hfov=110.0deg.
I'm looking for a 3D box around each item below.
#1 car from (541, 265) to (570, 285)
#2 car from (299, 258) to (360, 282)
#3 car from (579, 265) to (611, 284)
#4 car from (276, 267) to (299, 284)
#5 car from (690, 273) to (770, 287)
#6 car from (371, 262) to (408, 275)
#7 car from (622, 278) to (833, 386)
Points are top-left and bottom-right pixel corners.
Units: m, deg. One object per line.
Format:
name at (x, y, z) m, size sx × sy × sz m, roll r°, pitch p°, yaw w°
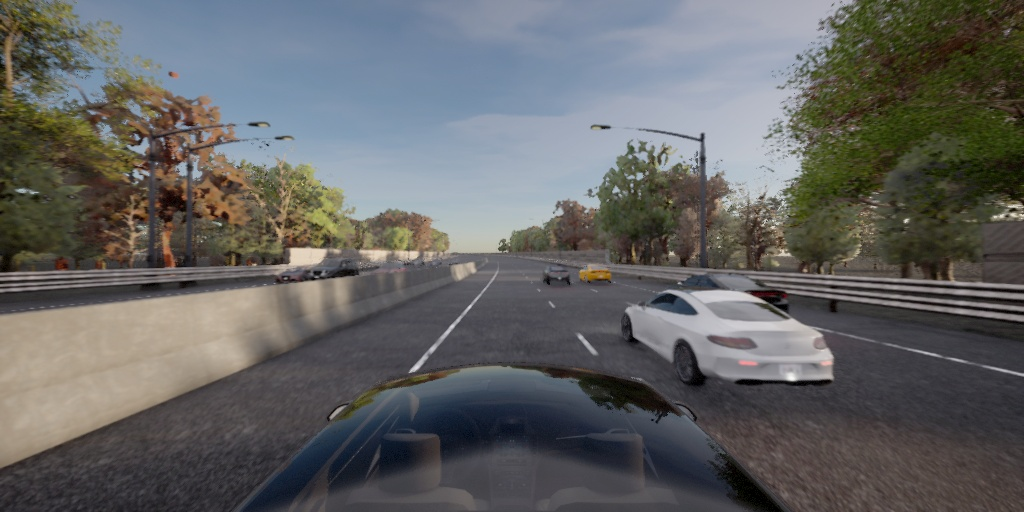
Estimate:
car at (3.519, 1.490, 29.152) m, size 2.128 × 1.511 × 4.902 m, roll 0°, pitch 0°, yaw 0°
car at (-14.173, 1.217, 28.739) m, size 2.150 × 2.045 × 5.566 m, roll 0°, pitch 0°, yaw 0°
car at (7.006, 1.489, 30.742) m, size 1.882 × 1.535 × 5.008 m, roll 0°, pitch 0°, yaw 0°
car at (-17.682, 1.570, 29.987) m, size 1.994 × 1.385 × 4.181 m, roll 0°, pitch 0°, yaw 0°
car at (7.096, 1.327, 12.524) m, size 1.882 × 1.535 × 5.008 m, roll 0°, pitch 0°, yaw 0°
car at (-10.698, 1.369, 31.599) m, size 2.097 × 1.767 × 4.553 m, roll 0°, pitch 0°, yaw 0°
car at (3.599, 1.324, 6.938) m, size 1.812 × 1.442 × 4.674 m, roll 0°, pitch -1°, yaw 0°
